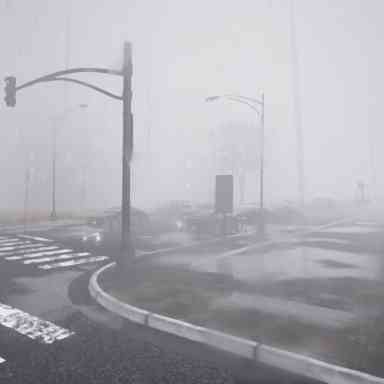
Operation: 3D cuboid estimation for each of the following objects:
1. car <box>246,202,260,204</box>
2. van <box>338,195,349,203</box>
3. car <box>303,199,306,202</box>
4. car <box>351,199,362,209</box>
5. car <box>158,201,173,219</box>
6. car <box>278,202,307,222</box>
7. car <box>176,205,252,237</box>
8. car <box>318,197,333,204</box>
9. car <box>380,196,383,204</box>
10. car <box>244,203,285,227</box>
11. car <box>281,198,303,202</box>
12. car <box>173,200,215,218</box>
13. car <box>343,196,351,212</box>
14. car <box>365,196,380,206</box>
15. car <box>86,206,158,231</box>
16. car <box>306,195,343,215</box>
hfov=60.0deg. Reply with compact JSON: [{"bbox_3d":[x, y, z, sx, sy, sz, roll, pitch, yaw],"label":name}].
[{"bbox_3d":[6.702,1.733,36.284,1.895,1.301,4.718,1,0,36],"label":"car"},{"bbox_3d":[37.863,1.706,83.094,1.690,1.788,3.998,1,0,36],"label":"van"},{"bbox_3d":[18.043,1.726,56.114,1.752,1.417,4.829,1,0,36],"label":"car"},{"bbox_3d":[24.899,1.773,51.292,1.967,1.590,4.097,1,0,36],"label":"car"},{"bbox_3d":[-1.675,1.480,29.485,1.967,1.590,4.097,1,0,36],"label":"car"},{"bbox_3d":[7.902,1.778,27.936,1.802,1.307,4.206,1,0,36],"label":"car"},{"bbox_3d":[1.413,1.696,19.100,2.008,1.369,4.403,1,0,36],"label":"car"},{"bbox_3d":[28.002,1.848,69.672,1.947,1.339,4.313,1,0,36],"label":"car"},{"bbox_3d":[41.332,1.784,73.660,2.192,1.841,5.009,1,0,36],"label":"car"},{"bbox_3d":[4.658,1.736,23.519,1.947,1.339,4.313,1,0,36],"label":"car"},{"bbox_3d":[12.867,1.708,44.597,1.812,1.442,4.674,1,0,37],"label":"car"},{"bbox_3d":[1.040,1.634,28.583,2.033,1.411,5.357,1,0,36],"label":"car"},{"bbox_3d":[18.369,1.720,42.315,1.967,1.590,4.097,1,0,36],"label":"car"},{"bbox_3d":[34.857,1.940,64.850,1.752,1.417,4.829,1,0,36],"label":"car"},{"bbox_3d":[-4.509,1.607,21.032,1.994,1.385,4.181,1,0,36],"label":"car"},{"bbox_3d":[15.111,1.569,37.822,2.192,1.841,5.009,1,0,36],"label":"car"}]
